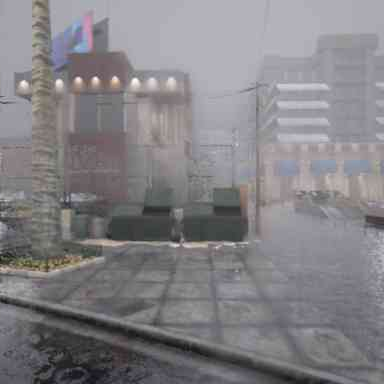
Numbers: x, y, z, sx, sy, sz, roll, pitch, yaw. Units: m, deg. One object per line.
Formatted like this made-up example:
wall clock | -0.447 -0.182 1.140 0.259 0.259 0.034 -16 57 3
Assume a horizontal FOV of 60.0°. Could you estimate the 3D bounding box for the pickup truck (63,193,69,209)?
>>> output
pickup truck | -8.557 1.146 25.473 2.390 2.098 6.274 0 0 2
